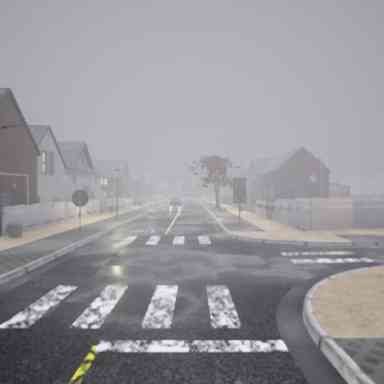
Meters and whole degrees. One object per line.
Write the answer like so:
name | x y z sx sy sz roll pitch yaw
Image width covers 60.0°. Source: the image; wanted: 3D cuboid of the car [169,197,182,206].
car | -2.834 1.592 57.724 1.837 1.490 4.892 0 0 0
